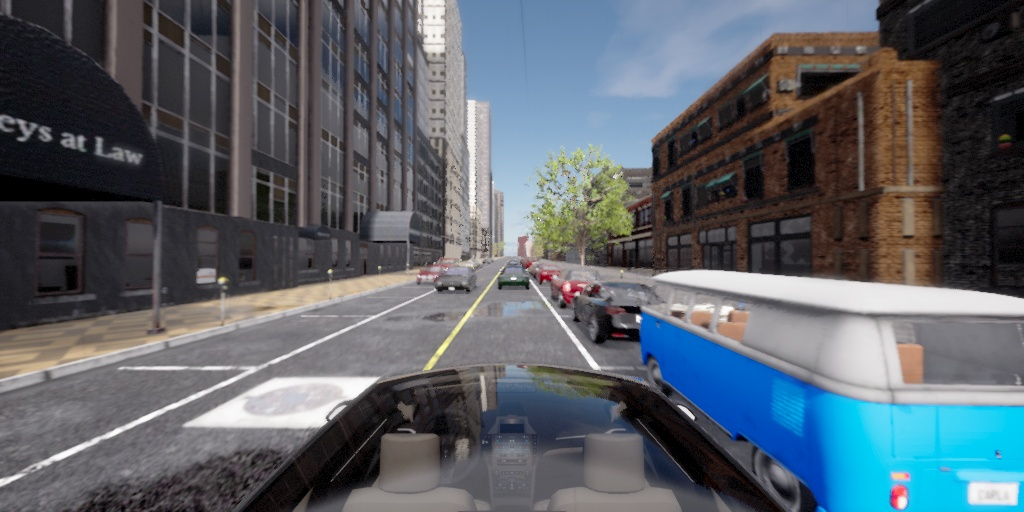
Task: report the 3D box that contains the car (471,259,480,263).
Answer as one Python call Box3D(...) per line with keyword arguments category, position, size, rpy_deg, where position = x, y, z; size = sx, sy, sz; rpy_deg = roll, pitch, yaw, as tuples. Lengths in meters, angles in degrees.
Box3D(category="car", position=(-5.686, 1.266, 48.059), size=(1.751, 1.417, 4.829), rpy_deg=(0, 0, 0))

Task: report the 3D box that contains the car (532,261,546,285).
Box3D(category="car", position=(2.693, 1.296, 26.047), size=(1.888, 1.381, 4.507), rpy_deg=(0, 0, 0))

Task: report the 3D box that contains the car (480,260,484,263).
Box3D(category="car", position=(-5.686, 1.302, 53.777), size=(1.948, 1.339, 4.313), rpy_deg=(0, 0, 0))

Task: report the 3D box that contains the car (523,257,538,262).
Box3D(category="car", position=(2.695, 1.055, 48.231), size=(2.192, 1.841, 5.009), rpy_deg=(0, 0, 0))

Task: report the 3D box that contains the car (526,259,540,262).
Box3D(category="car", position=(2.694, 1.272, 37.309), size=(1.751, 1.417, 4.829), rpy_deg=(0, 0, 0))

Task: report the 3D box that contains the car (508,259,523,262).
Box3D(category="car", position=(0.103, 1.268, 45.673), size=(1.812, 1.442, 4.674), rpy_deg=(0, 0, 0))

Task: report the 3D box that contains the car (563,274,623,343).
Box3D(category="car", position=(2.692, 1.318, 9.407), size=(1.948, 1.339, 4.313), rpy_deg=(0, 0, 0))

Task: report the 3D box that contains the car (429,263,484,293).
Box3D(category="car", position=(-3.073, 1.300, 20.986), size=(2.033, 1.411, 5.357), rpy_deg=(0, 0, 0))

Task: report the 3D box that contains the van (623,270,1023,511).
Box3D(category="van", position=(2.692, 1.092, 3.861), size=(1.690, 1.789, 3.998), rpy_deg=(0, 0, 0))

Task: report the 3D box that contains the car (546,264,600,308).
Box3D(category="car", position=(2.693, 1.192, 14.953), size=(1.967, 1.591, 4.097), rpy_deg=(0, 0, 0))

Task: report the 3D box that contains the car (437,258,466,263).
Box3D(category="car", position=(-5.687, 1.064, 31.592), size=(2.192, 1.841, 5.009), rpy_deg=(0, 0, 0))

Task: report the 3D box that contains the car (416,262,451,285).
Box3D(category="car", position=(-5.687, 1.333, 26.046), size=(1.802, 1.307, 4.207), rpy_deg=(0, 0, 0))

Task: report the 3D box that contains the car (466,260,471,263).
Box3D(category="car", position=(-5.687, 1.272, 36.967), size=(1.751, 1.417, 4.829), rpy_deg=(0, 0, 0))

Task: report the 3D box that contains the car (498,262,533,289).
Box3D(category="car", position=(0.102, 1.316, 23.451), size=(1.994, 1.385, 4.181), rpy_deg=(0, 0, 0))

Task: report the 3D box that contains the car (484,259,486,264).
Box3D(category="car", position=(-5.685, 1.257, 59.152), size=(1.751, 1.417, 4.829), rpy_deg=(0, 0, 0))

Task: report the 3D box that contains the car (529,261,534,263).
Box3D(category="car", position=(2.694, 1.331, 31.593), size=(1.802, 1.307, 4.207), rpy_deg=(0, 0, 0))
